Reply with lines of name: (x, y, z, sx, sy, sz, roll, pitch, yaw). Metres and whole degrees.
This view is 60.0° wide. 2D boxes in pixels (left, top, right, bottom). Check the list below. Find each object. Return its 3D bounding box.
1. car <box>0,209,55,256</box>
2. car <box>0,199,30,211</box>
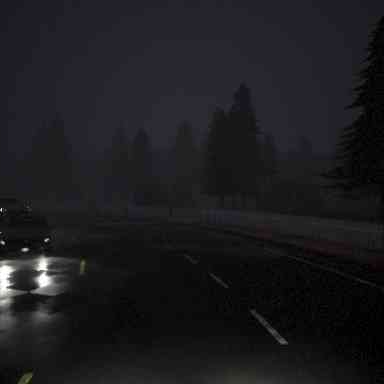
car: (-6.955, 1.667, 14.165, 2.033, 1.411, 5.357, 0, 0, -24)
car: (-13.700, 1.231, 24.969, 2.097, 1.767, 4.553, 0, 0, -43)
